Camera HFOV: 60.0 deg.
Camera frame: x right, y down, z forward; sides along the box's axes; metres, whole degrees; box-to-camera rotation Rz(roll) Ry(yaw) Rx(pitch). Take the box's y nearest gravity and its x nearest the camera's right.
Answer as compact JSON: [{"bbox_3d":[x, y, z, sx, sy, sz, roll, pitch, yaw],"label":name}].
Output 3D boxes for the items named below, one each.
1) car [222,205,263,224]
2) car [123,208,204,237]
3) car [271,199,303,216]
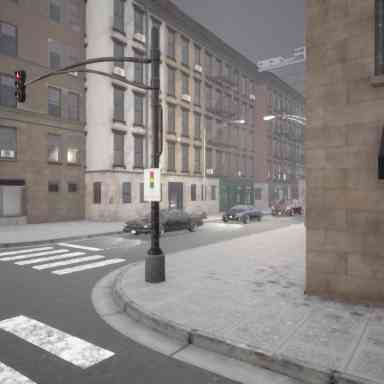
[{"bbox_3d":[4.065,1.696,26.509,1.994,1.385,4.181,0,0,36],"label":"car"},{"bbox_3d":[-1.391,1.631,18.870,2.033,1.411,5.357,0,0,35],"label":"car"},{"bbox_3d":[9.985,1.539,34.792,2.097,1.767,4.553,0,0,35],"label":"car"}]
